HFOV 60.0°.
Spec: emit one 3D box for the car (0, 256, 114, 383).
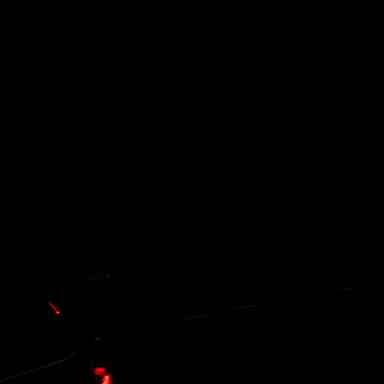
[{"bbox_3d":[-2.733,1.336,1.743,4.553,1.767,2.097,0,1,-34],"label":"car"}]
